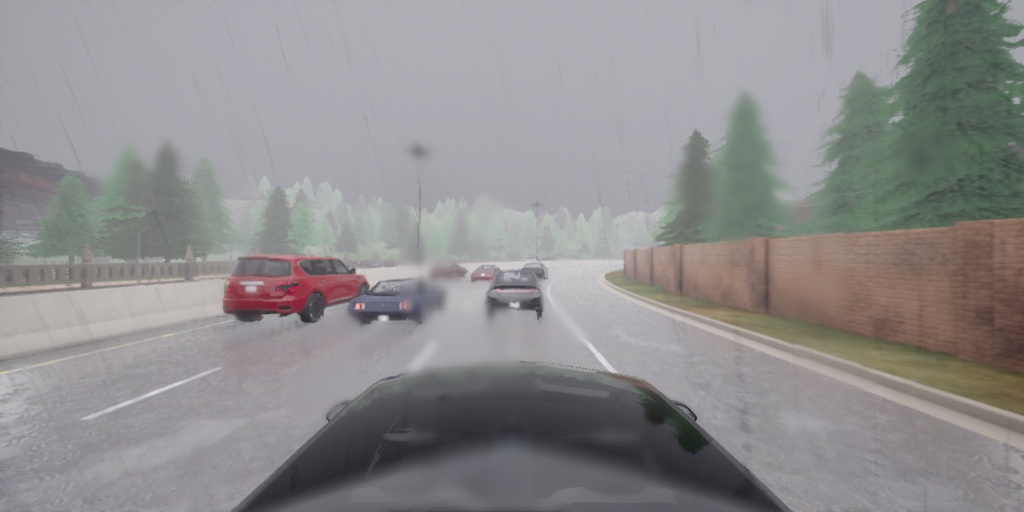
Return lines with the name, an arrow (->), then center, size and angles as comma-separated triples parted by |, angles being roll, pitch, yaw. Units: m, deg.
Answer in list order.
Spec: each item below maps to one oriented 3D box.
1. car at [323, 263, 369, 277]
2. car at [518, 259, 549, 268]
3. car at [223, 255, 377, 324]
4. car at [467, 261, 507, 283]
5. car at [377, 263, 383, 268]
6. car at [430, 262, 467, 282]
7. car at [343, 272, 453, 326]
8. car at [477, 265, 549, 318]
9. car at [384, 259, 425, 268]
car -> -17.790, 1.442, 38.707 | 1.895, 1.301, 4.718 | 0, 0, 14
car -> 1.956, 1.280, 29.921 | 1.882, 1.535, 5.008 | 0, 0, 11
car -> -6.877, 0.999, 12.234 | 2.150, 2.045, 5.566 | 0, 0, 1
car -> -1.818, 1.368, 28.752 | 1.994, 1.385, 4.181 | 0, 0, 10
car -> -14.229, 1.401, 38.365 | 1.994, 1.385, 4.181 | 0, 0, 15
car -> -5.160, 1.288, 29.924 | 1.882, 1.535, 5.008 | 0, 0, 10
car -> -3.386, 1.374, 11.768 | 1.895, 1.301, 4.718 | 0, 0, 1
car -> 0.146, 1.263, 13.019 | 2.128, 1.511, 4.902 | 0, 0, 1
car -> -10.837, 1.182, 37.539 | 2.097, 1.767, 4.553 | 0, 0, 15
